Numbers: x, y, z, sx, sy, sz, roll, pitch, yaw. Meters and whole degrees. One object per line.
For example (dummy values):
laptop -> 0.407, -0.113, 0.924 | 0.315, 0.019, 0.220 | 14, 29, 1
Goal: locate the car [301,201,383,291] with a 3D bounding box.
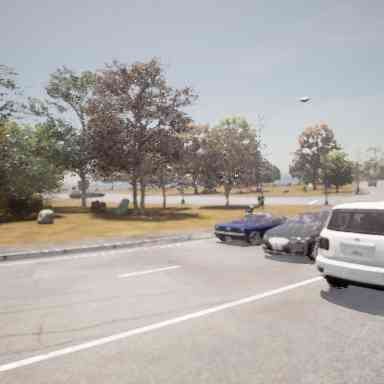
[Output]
car -> 5.266, 1.231, 8.150 | 5.566, 2.045, 2.150 | -1, 0, -39

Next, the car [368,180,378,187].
car -> 44.153, -2.069, 81.140 | 1.837, 1.490, 4.892 | -2, 2, 24

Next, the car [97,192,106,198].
car -> -18.528, 0.422, 62.754 | 4.718, 1.301, 1.895 | 1, 4, 28

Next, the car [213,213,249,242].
car -> 3.197, 1.643, 15.823 | 4.718, 1.301, 1.895 | -1, 0, -42

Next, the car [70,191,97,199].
car -> -19.807, 0.541, 59.469 | 4.674, 1.442, 1.812 | 1, 4, 28

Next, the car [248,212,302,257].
car -> 4.601, 1.514, 12.442 | 4.902, 1.511, 2.128 | -1, 0, -41
